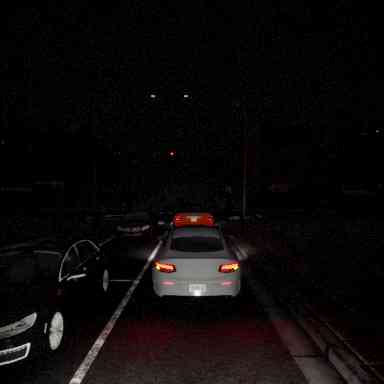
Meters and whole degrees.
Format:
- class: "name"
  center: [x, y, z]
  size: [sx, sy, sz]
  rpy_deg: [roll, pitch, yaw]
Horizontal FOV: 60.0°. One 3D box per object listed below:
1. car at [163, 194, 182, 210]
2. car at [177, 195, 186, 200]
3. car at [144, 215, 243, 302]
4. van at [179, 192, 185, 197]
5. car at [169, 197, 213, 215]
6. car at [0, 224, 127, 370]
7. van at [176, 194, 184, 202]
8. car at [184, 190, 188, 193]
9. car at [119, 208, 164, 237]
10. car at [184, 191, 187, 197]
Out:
- class: "car"
  center: [-2.705, 1.484, 43.529]
  size: [1.967, 1.590, 4.097]
  rpy_deg: [-2, 0, 0]
- class: "car"
  center: [-2.737, 1.430, 87.849]
  size: [2.008, 1.369, 4.403]
  rpy_deg: [-1, 0, 0]
- class: "car"
  center: [0.093, 1.523, 8.149]
  size: [1.812, 1.442, 4.674]
  rpy_deg: [0, 0, 0]
- class: "van"
  center: [-2.724, 1.360, 65.685]
  size: [1.690, 1.788, 3.998]
  rpy_deg: [-1, 0, 0]
- class: "car"
  center: [0.083, 1.353, 18.112]
  size: [2.097, 1.767, 4.553]
  rpy_deg: [0, 0, 0]
- class: "car"
  center: [-2.664, 1.548, 5.857]
  size: [2.008, 1.369, 4.403]
  rpy_deg: [-2, 0, 0]
- class: "van"
  center: [-2.733, 1.302, 76.765]
  size: [1.690, 1.788, 3.998]
  rpy_deg: [-1, 0, 0]
- class: "car"
  center: [-2.744, 1.132, 93.398]
  size: [2.192, 1.841, 5.009]
  rpy_deg: [-1, 1, 0]
- class: "car"
  center: [-2.674, 1.582, 16.751]
  size: [1.802, 1.307, 4.206]
  rpy_deg: [-2, 0, 0]
- class: "car"
  center: [-2.730, 1.308, 71.228]
  size: [2.192, 1.841, 5.009]
  rpy_deg: [-1, 0, 0]
